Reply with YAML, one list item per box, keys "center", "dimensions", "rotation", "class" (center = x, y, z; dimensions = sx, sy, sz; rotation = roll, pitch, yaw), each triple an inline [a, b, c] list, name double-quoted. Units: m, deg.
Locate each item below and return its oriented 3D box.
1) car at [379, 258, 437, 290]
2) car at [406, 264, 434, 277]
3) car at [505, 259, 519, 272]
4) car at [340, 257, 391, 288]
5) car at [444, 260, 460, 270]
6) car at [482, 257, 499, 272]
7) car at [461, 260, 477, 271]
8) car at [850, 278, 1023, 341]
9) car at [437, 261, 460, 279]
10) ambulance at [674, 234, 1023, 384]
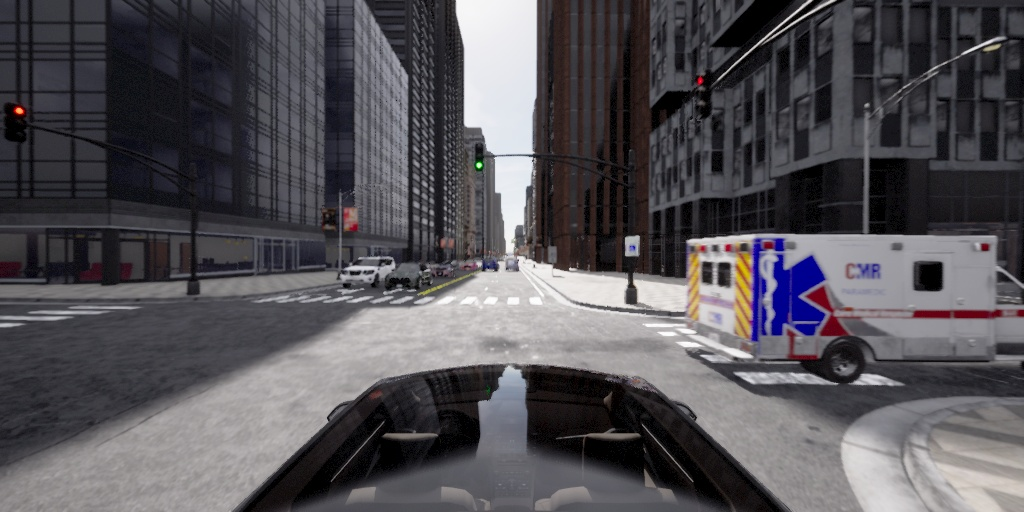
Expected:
- center: [-6.606, 1.188, 23.306]
  dimensions: [2.097, 1.767, 4.553]
  rotation: [0, 0, 0]
  class: "car"
- center: [-9.860, 1.514, 38.828]
  dimensions: [1.895, 1.301, 4.718]
  rotation: [0, 0, 0]
  class: "car"
- center: [-0.036, 1.587, 53.652]
  dimensions: [1.994, 1.385, 4.181]
  rotation: [0, 0, 0]
  class: "car"
- center: [-9.855, 1.059, 25.181]
  dimensions: [2.150, 2.045, 5.566]
  rotation: [0, 0, 0]
  class: "car"
- center: [-9.792, 1.505, 58.795]
  dimensions: [1.882, 1.535, 5.008]
  rotation: [0, -1, 0]
  class: "car"
- center: [-3.285, 1.233, 53.266]
  dimensions: [2.150, 2.045, 5.566]
  rotation: [0, 0, 0]
  class: "car"
- center: [-6.575, 1.365, 55.428]
  dimensions: [2.097, 1.767, 4.553]
  rotation: [0, 0, 0]
  class: "car"
- center: [13.083, 1.415, 10.013]
  dimensions: [5.357, 1.411, 2.033]
  rotation: [0, 0, 0]
  class: "car"
- center: [-6.613, 1.464, 34.845]
  dimensions: [1.994, 1.385, 4.181]
  rotation: [0, 0, 0]
  class: "car"
- center: [6.768, 0.879, 6.886]
  dimensions: [6.366, 2.431, 2.351]
  rotation: [1, 0, 0]
  class: "ambulance"
